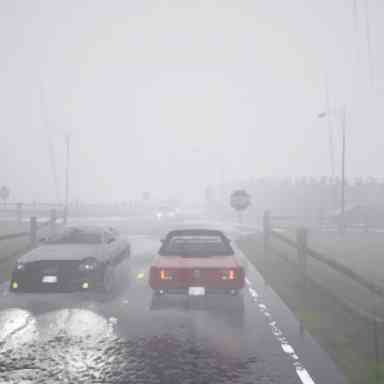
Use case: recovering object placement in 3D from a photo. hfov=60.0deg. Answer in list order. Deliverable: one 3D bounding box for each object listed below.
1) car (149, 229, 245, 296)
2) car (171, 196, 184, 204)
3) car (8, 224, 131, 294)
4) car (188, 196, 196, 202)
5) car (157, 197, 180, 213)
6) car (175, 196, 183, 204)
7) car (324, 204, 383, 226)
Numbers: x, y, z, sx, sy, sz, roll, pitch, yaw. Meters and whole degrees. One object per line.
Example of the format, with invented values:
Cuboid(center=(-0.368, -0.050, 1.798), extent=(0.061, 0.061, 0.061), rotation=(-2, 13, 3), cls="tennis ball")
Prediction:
Cuboid(center=(0.096, 1.605, 8.593), extent=(1.895, 1.301, 4.718), rotation=(0, 0, 0), cls="car")
Cuboid(center=(-2.824, 1.563, 65.746), extent=(2.128, 1.511, 4.902), rotation=(0, 0, 1), cls="car")
Cuboid(center=(-2.853, 1.568, 8.673), extent=(1.994, 1.385, 4.181), rotation=(0, 0, 0), cls="car")
Cuboid(center=(-0.051, 1.694, 80.334), extent=(1.895, 1.301, 4.718), rotation=(0, 0, 0), cls="car")
Cuboid(center=(-2.869, 1.578, 38.575), extent=(2.033, 1.411, 5.357), rotation=(0, 0, 0), cls="car")
Cuboid(center=(-2.877, 1.526, 51.443), extent=(1.882, 1.535, 5.008), rotation=(0, 0, 0), cls="car")
Cuboid(center=(12.706, 1.707, 25.697), extent=(4.553, 1.767, 2.097), rotation=(1, -1, -1), cls="car")
